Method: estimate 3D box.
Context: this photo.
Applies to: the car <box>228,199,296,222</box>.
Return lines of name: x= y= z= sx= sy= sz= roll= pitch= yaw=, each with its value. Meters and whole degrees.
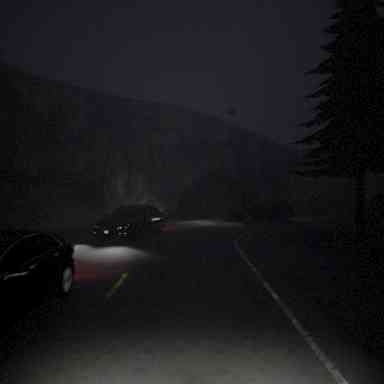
car: x=5.000 y=1.295 z=23.943 sx=5.008 sy=1.535 sz=1.882 roll=-1 pitch=1 yaw=-18

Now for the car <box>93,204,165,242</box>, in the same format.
car: x=-2.833 y=1.383 z=15.985 sx=1.837 sy=1.490 sz=4.892 roll=0 pitch=0 yaw=17

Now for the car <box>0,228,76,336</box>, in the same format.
car: x=-3.545 y=1.461 z=5.662 sx=1.837 sy=1.490 sz=4.892 roll=0 pitch=0 yaw=1
